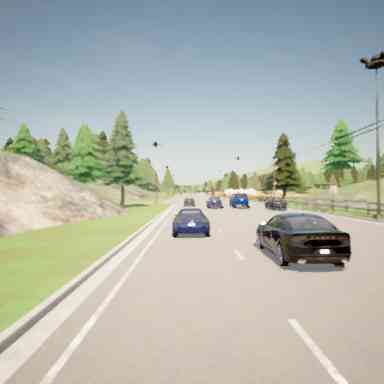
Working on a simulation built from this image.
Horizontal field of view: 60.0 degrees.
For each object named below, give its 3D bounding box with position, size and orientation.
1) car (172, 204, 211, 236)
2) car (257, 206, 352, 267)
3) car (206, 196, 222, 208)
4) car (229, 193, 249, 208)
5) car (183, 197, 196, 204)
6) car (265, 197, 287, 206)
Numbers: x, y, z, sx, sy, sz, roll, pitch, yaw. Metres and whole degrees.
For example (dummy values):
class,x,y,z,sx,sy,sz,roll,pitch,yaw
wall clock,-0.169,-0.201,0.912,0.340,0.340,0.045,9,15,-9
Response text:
class,x,y,z,sx,sy,sz,roll,pitch,yaw
car,-0.050,1.586,18.476,1.994,1.385,4.181,-1,0,-1
car,3.522,1.446,11.364,1.882,1.535,5.008,-1,0,-1
car,3.149,1.367,47.820,2.097,1.767,4.553,-1,0,-1
car,6.653,1.191,47.259,2.150,2.045,5.566,-1,0,-1
car,-0.425,1.561,55.391,2.128,1.511,4.902,-1,0,-1
car,10.222,1.408,40.796,2.128,1.511,4.902,-1,0,-1
